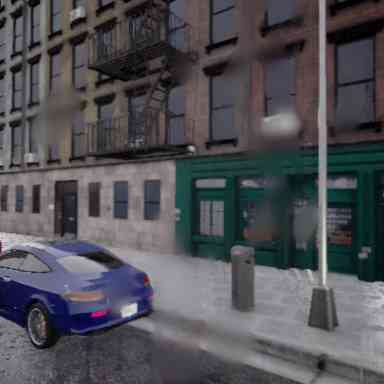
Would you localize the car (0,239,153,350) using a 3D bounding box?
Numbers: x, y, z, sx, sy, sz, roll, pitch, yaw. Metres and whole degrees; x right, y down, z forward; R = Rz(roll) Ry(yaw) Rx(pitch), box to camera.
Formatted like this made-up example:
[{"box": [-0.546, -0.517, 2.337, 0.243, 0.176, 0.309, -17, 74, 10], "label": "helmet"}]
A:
[{"box": [-2.791, 1.647, 6.430, 4.674, 1.442, 1.812, -1, -1, 37], "label": "car"}]
